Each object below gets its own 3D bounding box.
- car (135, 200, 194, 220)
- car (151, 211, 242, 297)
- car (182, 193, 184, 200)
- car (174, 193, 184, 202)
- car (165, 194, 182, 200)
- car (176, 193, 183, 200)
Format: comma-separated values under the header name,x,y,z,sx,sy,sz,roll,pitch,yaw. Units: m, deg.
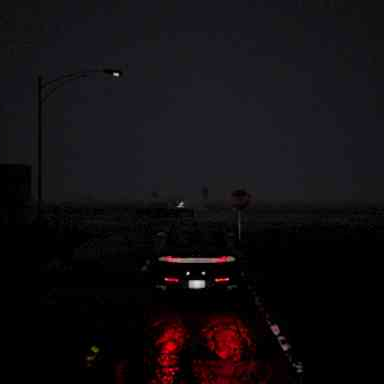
name,x,y,z,sx,sy,sz,roll,pitch,yaw
car,-2.065,1.575,26.808,4.718,1.301,1.895,0,0,0
car,0.089,1.485,8.561,2.128,1.511,4.902,0,0,0
car,-2.978,1.514,67.653,1.812,1.442,4.674,0,0,0
car,-3.021,1.220,78.700,2.150,2.045,5.566,0,0,0
car,-2.993,1.475,47.283,2.128,1.511,4.902,0,0,1
car,-2.974,1.462,57.042,1.882,1.535,5.008,0,0,0
